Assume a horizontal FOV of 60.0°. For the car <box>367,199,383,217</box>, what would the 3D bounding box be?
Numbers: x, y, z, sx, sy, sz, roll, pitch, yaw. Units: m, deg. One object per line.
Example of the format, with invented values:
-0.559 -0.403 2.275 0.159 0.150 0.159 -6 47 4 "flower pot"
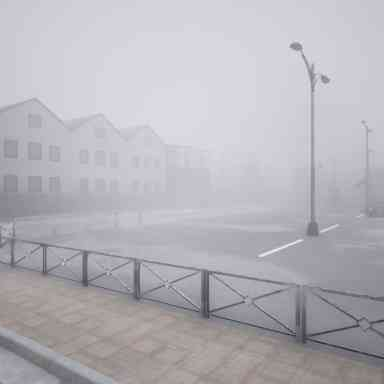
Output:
15.407 1.298 26.815 2.007 1.523 4.514 0 0 35 "car"
